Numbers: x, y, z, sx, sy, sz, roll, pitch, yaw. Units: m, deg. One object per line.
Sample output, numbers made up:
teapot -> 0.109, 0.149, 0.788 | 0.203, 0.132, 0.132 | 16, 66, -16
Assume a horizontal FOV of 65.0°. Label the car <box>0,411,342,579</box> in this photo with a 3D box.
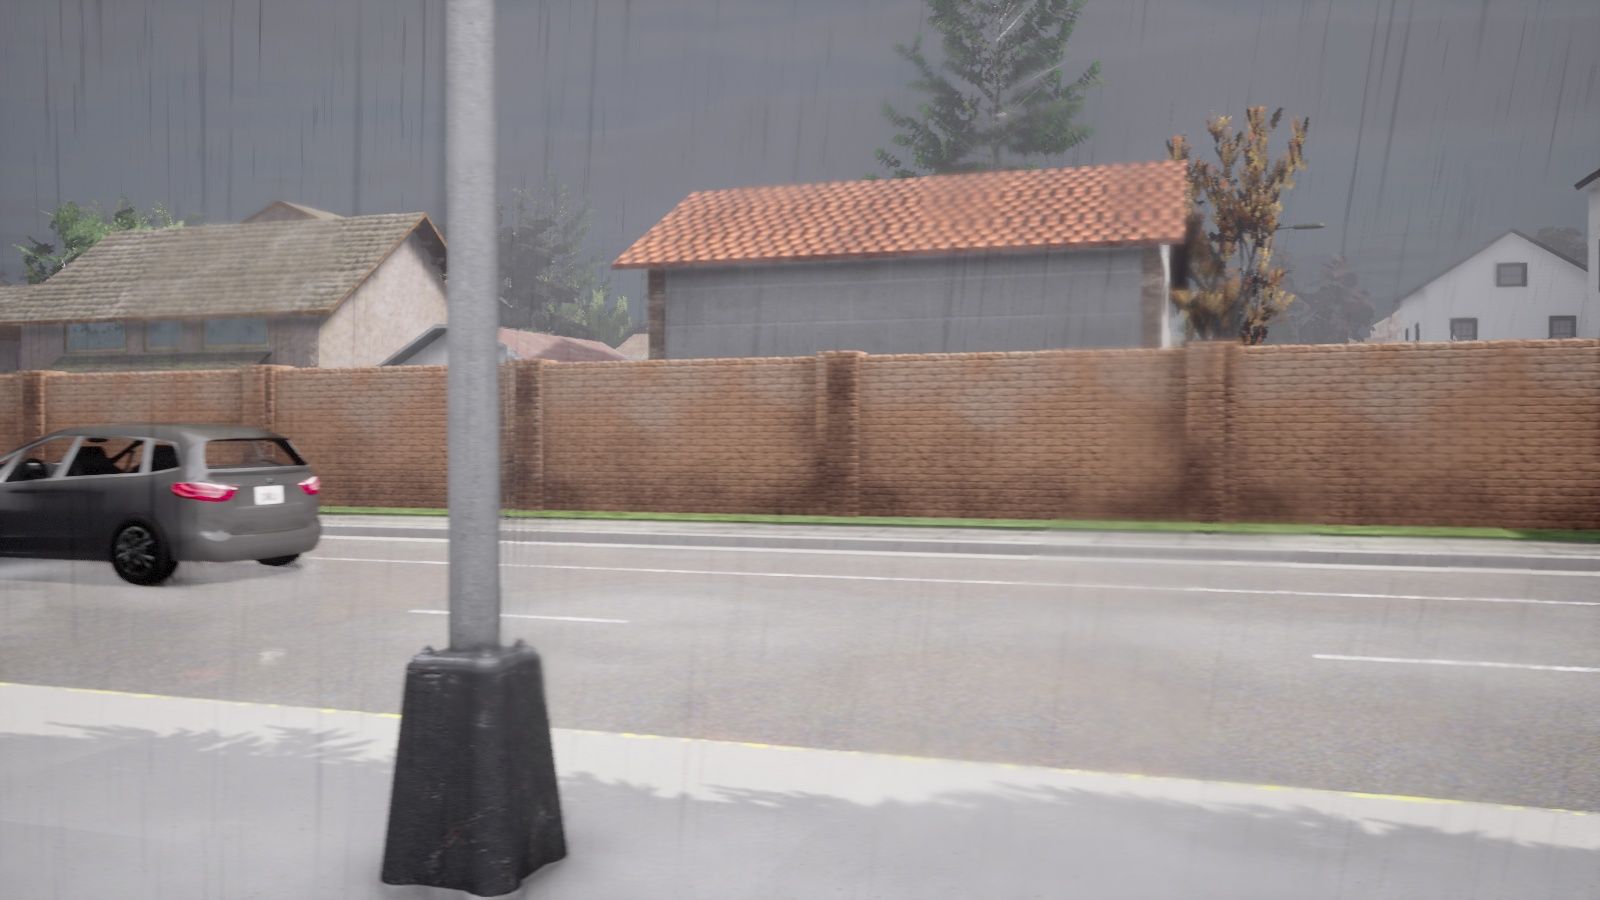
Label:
car -> -7.863, 0.410, 14.248 | 4.611, 1.667, 2.242 | 1, 1, 18
